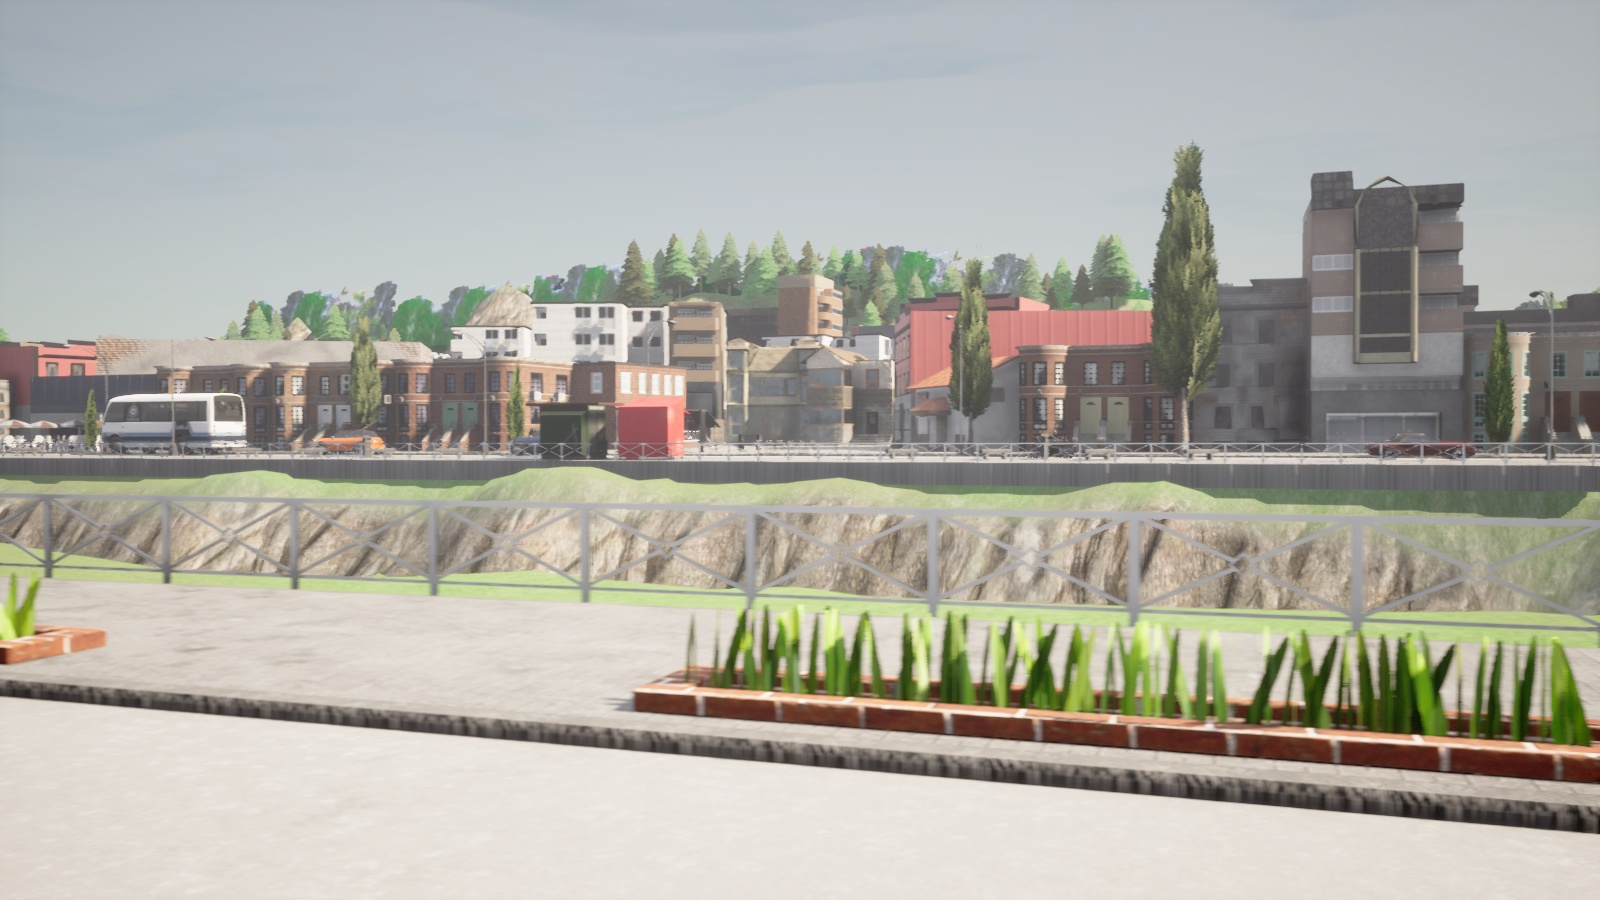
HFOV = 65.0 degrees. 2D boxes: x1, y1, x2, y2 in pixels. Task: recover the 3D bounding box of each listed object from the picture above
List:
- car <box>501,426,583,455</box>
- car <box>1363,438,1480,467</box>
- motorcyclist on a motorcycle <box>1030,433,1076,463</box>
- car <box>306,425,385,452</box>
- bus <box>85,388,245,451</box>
[{"bbox_3d":[-16.114,-0.632,78.455,4.553,1.767,2.097,1,1,19],"label":"car"},{"bbox_3d":[29.145,0.091,59.028,4.718,1.301,1.895,1,1,19],"label":"car"},{"bbox_3d":[12.979,-0.122,64.461,2.191,1.530,0.866,1,1,19],"label":"motorcyclist on a motorcycle"},{"bbox_3d":[-30.087,-0.760,83.151,4.553,1.767,2.097,1,1,19],"label":"car"},{"bbox_3d":[-44.454,-2.126,87.962,10.273,4.253,3.944,1,1,19],"label":"bus"}]
